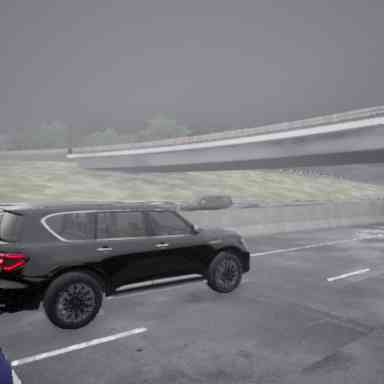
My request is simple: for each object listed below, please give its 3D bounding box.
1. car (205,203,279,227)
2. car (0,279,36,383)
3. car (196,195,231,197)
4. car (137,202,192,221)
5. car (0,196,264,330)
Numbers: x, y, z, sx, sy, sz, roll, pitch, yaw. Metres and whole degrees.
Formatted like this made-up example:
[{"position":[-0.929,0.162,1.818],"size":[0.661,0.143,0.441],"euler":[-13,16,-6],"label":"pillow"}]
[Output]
[{"position":[3.639,1.557,23.661],"size":[5.357,1.411,2.033],"euler":[0,0,-35],"label":"car"},{"position":[-3.283,1.601,1.405],"size":[4.718,1.301,1.895],"euler":[0,0,-35],"label":"car"},{"position":[0.882,1.236,26.003],"size":[5.566,2.045,2.150],"euler":[1,0,-35],"label":"car"},{"position":[-2.315,1.574,28.042],"size":[4.181,1.385,1.994],"euler":[0,0,-35],"label":"car"},{"position":[-1.253,1.224,7.151],"size":[5.566,2.045,2.150],"euler":[0,0,-35],"label":"car"}]
